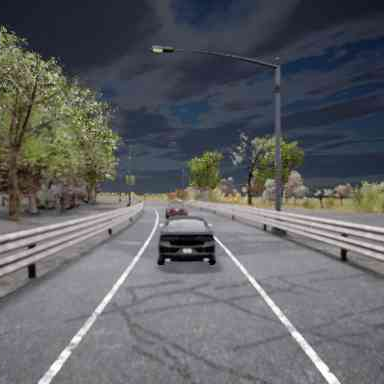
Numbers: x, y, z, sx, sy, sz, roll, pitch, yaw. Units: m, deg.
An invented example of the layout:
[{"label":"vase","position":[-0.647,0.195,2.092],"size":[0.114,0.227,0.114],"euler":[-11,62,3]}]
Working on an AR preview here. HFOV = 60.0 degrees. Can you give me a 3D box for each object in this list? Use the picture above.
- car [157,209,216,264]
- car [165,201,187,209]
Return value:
[{"label":"car","position":[-0.226,1.633,12.477],"size":[1.882,1.535,5.008],"euler":[0,0,-2]},{"label":"car","position":[-1.608,1.744,33.154],"size":[2.097,1.767,4.553],"euler":[0,-1,-5]}]
